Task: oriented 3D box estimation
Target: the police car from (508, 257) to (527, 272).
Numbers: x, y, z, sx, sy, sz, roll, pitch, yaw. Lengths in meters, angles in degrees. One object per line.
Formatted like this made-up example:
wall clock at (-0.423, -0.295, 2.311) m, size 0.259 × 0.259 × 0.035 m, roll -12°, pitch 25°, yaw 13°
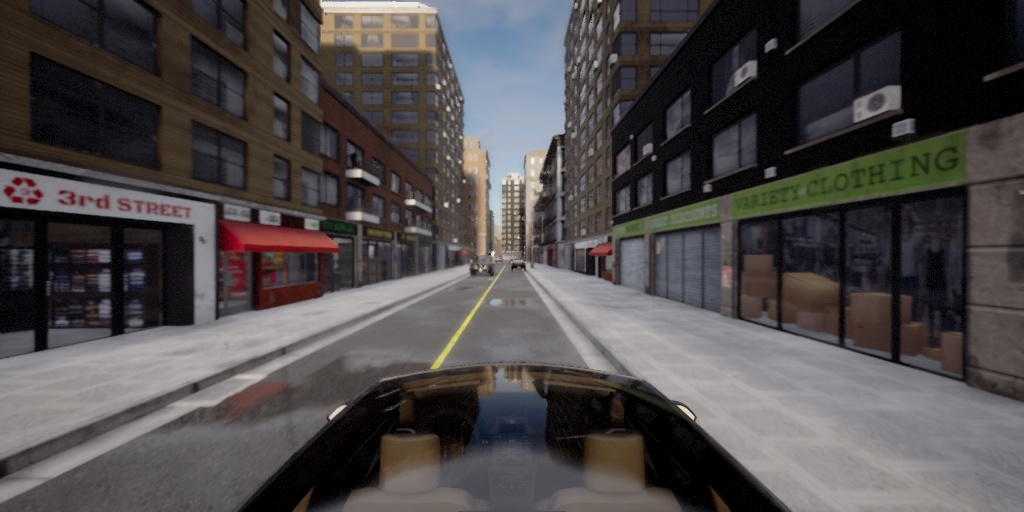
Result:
police car at (0.833, 1.124, 45.837) m, size 1.930 × 1.638 × 5.238 m, roll 0°, pitch 0°, yaw 0°

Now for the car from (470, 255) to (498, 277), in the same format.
car at (-2.836, 0.938, 35.331) m, size 2.150 × 2.045 × 5.566 m, roll 0°, pitch 0°, yaw 0°
